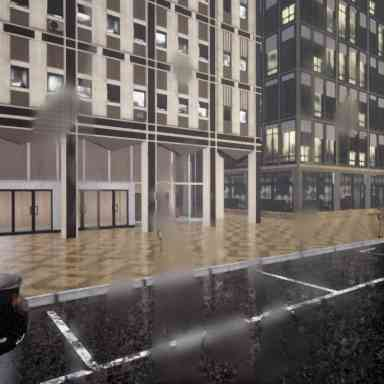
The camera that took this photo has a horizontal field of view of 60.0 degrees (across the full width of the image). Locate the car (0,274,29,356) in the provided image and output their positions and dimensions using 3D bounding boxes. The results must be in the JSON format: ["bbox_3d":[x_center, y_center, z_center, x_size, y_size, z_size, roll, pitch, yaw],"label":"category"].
[{"bbox_3d":[-4.209,1.551,3.564,4.403,1.369,2.008,0,0,-35],"label":"car"}]
